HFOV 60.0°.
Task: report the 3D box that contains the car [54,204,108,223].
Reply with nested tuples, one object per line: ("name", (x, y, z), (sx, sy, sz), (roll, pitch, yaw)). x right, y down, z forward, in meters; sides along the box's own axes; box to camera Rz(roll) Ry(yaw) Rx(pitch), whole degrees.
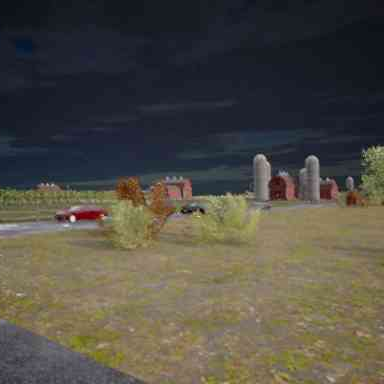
("car", (-10.033, 1.905, 30.349), (1.882, 1.535, 5.008), (-2, -2, 36))

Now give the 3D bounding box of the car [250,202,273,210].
("car", (11.164, 2.231, 53.528), (2.033, 1.411, 5.357), (-2, -2, 36))

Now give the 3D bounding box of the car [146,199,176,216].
("car", (-4.210, 1.757, 38.430), (2.150, 2.045, 5.566), (-2, -2, 36))

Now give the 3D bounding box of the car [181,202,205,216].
("car", (0.731, 1.964, 38.964), (1.882, 1.535, 5.008), (-2, -2, 36))

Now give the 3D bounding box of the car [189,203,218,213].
("car", (1.695, 2.210, 46.603), (1.994, 1.385, 4.181), (-2, -2, 36))
